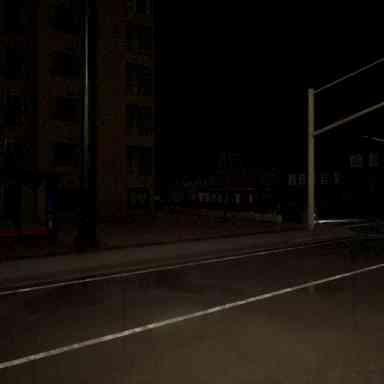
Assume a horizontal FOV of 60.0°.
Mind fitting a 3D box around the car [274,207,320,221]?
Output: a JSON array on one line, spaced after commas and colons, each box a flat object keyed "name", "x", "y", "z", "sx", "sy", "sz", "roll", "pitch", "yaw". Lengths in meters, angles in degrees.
[{"name": "car", "x": 9.656, "y": 2.053, "z": 30.988, "sx": 1.994, "sy": 1.385, "sz": 4.181, "roll": 0, "pitch": -4, "yaw": -36}]
